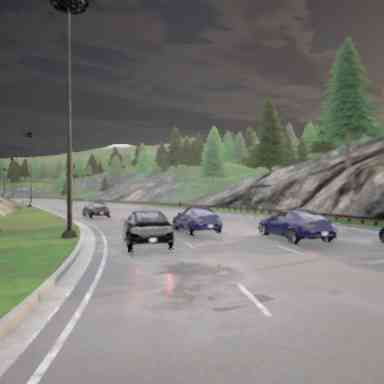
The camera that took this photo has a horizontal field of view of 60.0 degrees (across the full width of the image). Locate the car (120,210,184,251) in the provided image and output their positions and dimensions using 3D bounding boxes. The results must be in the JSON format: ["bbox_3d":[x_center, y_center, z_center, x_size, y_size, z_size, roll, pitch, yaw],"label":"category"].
[{"bbox_3d":[-2.006,1.548,14.469,2.128,1.511,4.902,0,0,-14],"label":"car"}]

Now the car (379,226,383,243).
[{"bbox_3d":[9.177,1.491,12.298,1.812,1.442,4.674,0,0,-11],"label":"car"}]

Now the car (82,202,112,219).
[{"bbox_3d":[-8.992,1.681,31.171,1.812,1.442,4.674,0,0,-28],"label":"car"}]

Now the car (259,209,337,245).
[{"bbox_3d":[4.850,1.533,15.739,1.812,1.442,4.674,0,0,-14],"label":"car"}]

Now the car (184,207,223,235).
[{"bbox_3d":[0.261,1.578,19.125,1.812,1.442,4.674,0,0,-18],"label":"car"}]
